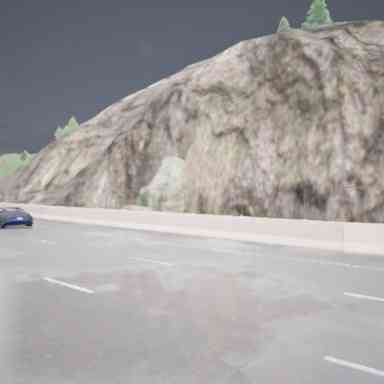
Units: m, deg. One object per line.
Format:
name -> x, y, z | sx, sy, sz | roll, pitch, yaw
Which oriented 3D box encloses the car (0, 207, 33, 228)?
car -> -12.921, 1.740, 23.526 | 4.181, 1.385, 1.994 | 0, -1, 43
